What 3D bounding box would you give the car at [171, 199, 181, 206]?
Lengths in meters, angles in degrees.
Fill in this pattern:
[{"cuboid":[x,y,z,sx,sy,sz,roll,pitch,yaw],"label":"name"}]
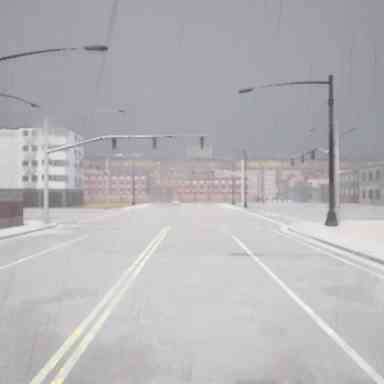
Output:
[{"cuboid":[-3.484,2.334,72.041,1.812,1.442,4.674,0,-1,0],"label":"car"}]
